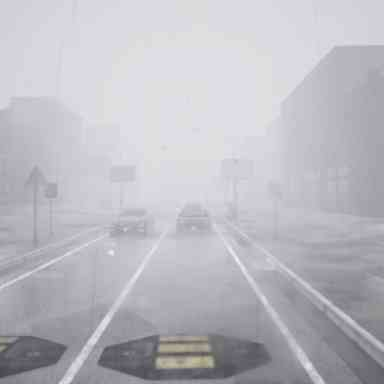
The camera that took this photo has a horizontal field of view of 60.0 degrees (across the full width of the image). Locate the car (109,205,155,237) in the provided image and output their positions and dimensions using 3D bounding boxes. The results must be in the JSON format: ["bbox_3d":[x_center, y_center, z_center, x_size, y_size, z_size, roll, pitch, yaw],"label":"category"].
[{"bbox_3d":[-3.094,1.514,17.945,1.837,1.490,4.892,0,0,0],"label":"car"}]

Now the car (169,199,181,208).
[{"bbox_3d":[-3.025,2.031,59.875,2.128,1.511,4.902,0,0,1],"label":"car"}]

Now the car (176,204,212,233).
[{"bbox_3d":[0.109,1.616,19.535,1.895,1.301,4.718,0,0,0],"label":"car"}]

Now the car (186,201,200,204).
[{"bbox_3d":[0.109,1.735,37.788,1.882,1.535,5.008,0,-1,0],"label":"car"}]
